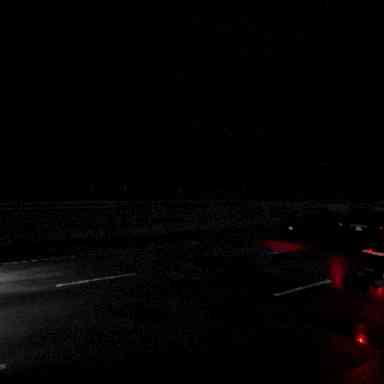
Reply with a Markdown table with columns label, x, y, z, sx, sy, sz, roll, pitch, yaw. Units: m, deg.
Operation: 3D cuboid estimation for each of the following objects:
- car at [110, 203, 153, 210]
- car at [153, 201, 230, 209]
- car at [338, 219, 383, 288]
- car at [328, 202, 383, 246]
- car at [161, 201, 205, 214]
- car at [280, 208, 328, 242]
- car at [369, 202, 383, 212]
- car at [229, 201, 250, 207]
| label | x | y | z | sx | sy | sz | roll | pitch | yaw |
| --- | --- | --- | --- | --- | --- | --- | --- | --- | --- |
| car | -4.781 | 1.609 | 26.374 | 5.357 | 1.411 | 2.033 | 1 | 0 | -35 |
| car | 0.030 | 1.638 | 25.508 | 5.357 | 1.411 | 2.033 | 1 | 0 | -36 |
| car | 6.013 | 1.539 | 8.157 | 4.902 | 1.511 | 2.128 | 0 | 0 | -35 |
| car | 8.010 | 1.440 | 13.758 | 4.553 | 1.767 | 2.097 | 1 | 0 | -35 |
| car | -0.957 | 1.758 | 37.700 | 4.718 | 1.301 | 1.895 | 1 | 0 | -35 |
| car | 6.671 | 1.574 | 17.103 | 5.008 | 1.535 | 1.882 | 1 | 0 | -35 |
| car | 28.990 | 2.201 | 50.402 | 4.674 | 1.442 | 1.812 | 1 | -1 | -35 |
| car | 4.298 | 1.700 | 37.147 | 4.902 | 1.511 | 2.128 | 1 | -1 | -35 |
